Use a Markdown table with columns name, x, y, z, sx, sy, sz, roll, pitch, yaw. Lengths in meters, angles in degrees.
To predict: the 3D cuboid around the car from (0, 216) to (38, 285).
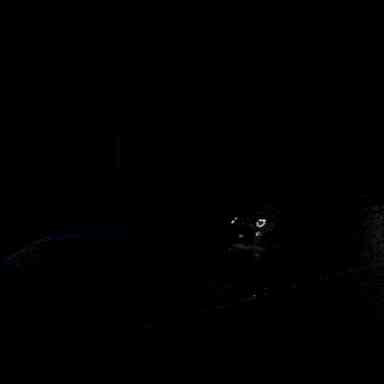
| name | x | y | z | sx | sy | sz | roll | pitch | yaw |
| --- | --- | --- | --- | --- | --- | --- | --- | --- | --- |
| car | -6.539 | 1.483 | 7.857 | 5.008 | 1.535 | 1.882 | 0 | 0 | -35 |

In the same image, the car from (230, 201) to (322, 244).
| name | x | y | z | sx | sy | sz | roll | pitch | yaw |
| --- | --- | --- | --- | --- | --- | --- | --- | --- | --- |
| car | 3.883 | 1.230 | 15.258 | 4.553 | 1.767 | 2.097 | -1 | 1 | -35 |

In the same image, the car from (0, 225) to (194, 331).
| name | x | y | z | sx | sy | sz | roll | pitch | yaw |
| --- | --- | --- | --- | --- | --- | --- | --- | --- | --- |
| car | -2.319 | 1.466 | 6.544 | 5.008 | 1.535 | 1.882 | -1 | 1 | -35 |
